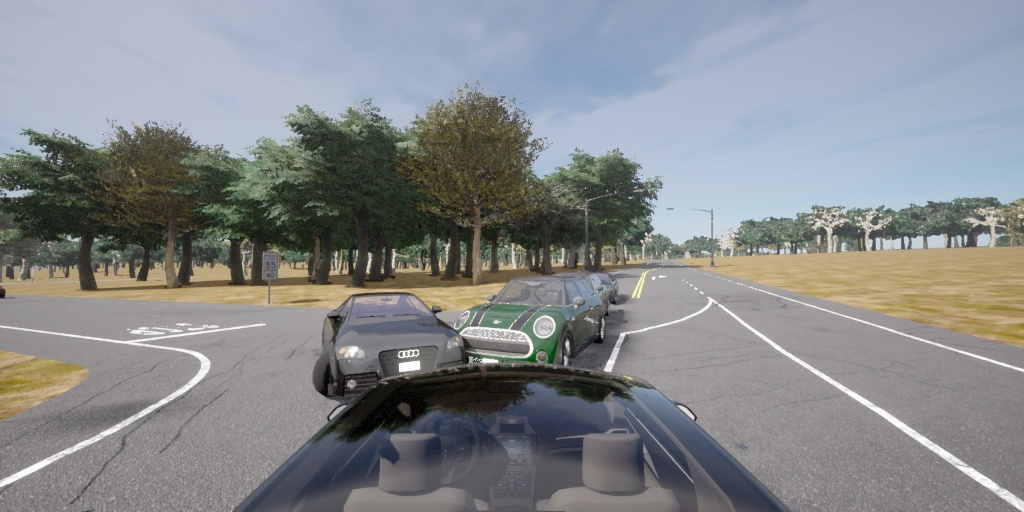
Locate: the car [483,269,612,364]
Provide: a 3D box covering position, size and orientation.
[{"bbox_3d":[0.617,1.218,7.821,2.097,1.767,4.553,-1,-2,26],"label":"car"}]

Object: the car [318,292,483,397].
[{"bbox_3d":[-2.354,1.376,6.616,1.994,1.385,4.181,1,-2,-29],"label":"car"}]

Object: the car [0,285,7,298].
[{"bbox_3d":[-40.860,2.561,27.378,4.181,1.385,1.994,-2,-3,22],"label":"car"}]

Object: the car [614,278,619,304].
[{"bbox_3d":[4.217,1.509,17.861,1.994,1.385,4.181,-1,0,19],"label":"car"}]

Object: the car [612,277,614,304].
[{"bbox_3d":[2.024,1.344,12.134,2.097,1.767,4.553,-1,-1,21],"label":"car"}]
